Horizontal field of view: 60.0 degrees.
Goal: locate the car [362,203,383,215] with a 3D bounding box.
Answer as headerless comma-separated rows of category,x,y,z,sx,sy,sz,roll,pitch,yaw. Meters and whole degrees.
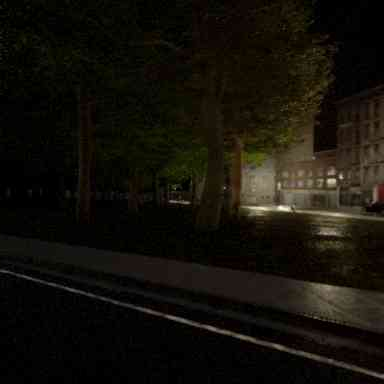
car,22.896,2.035,40.467,1.812,1.442,4.674,0,-1,-13
